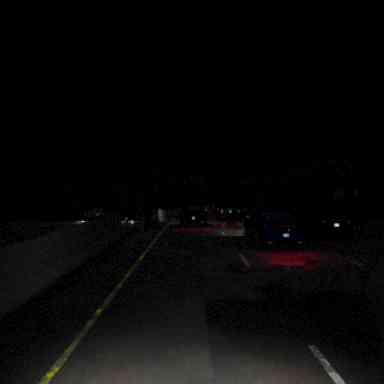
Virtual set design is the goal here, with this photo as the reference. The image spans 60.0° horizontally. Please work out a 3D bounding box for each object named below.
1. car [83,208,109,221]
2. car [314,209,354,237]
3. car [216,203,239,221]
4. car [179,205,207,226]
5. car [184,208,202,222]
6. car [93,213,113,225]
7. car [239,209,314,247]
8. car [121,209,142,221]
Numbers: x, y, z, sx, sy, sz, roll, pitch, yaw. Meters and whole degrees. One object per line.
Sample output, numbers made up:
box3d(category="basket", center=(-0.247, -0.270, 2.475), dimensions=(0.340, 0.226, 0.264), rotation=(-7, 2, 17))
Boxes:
box3d(category="car", center=(-10.581, 2.504, 37.021), dimensions=(1.812, 1.442, 4.674), rotation=(0, -5, 0))
box3d(category="car", center=(7.095, 1.612, 18.313), dimensions=(1.994, 1.385, 4.181), rotation=(0, -1, 0))
box3d(category="car", center=(3.592, 2.025, 33.259), dimensions=(2.097, 1.767, 4.553), rotation=(0, -4, 0))
box3d(category="car", center=(0.094, 1.675, 24.608), dimensions=(1.882, 1.535, 5.008), rotation=(0, -2, 0))
box3d(category="car", center=(0.091, 2.974, 42.071), dimensions=(2.128, 1.511, 4.902), rotation=(0, -6, 0))
box3d(category="car", center=(-14.023, 4.311, 52.665), dimensions=(1.837, 1.490, 4.892), rotation=(0, -8, 0))
box3d(category="car", center=(3.596, 1.508, 15.175), dimensions=(1.882, 1.535, 5.008), rotation=(0, 0, 0))
box3d(category="car", center=(-7.045, 2.660, 38.452), dimensions=(2.033, 1.411, 5.357), rotation=(0, -5, 1))
